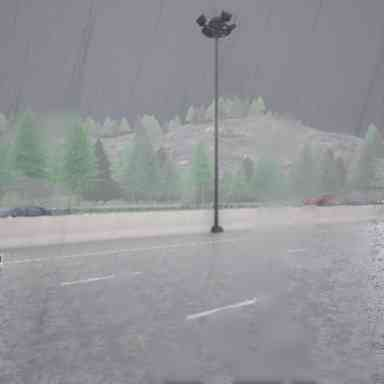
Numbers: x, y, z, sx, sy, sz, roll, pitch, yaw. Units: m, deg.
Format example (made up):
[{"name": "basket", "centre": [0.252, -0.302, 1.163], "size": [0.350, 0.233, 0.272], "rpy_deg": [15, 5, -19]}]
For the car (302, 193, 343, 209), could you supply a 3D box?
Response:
[{"name": "car", "centre": [18.250, 1.231, 46.528], "size": [5.566, 2.045, 2.150], "rpy_deg": [1, 0, -27]}]

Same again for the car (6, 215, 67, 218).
[{"name": "car", "centre": [-9.483, 1.516, 18.623], "size": [5.357, 1.411, 2.033], "rpy_deg": [0, 0, -35]}]

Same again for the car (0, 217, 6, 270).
[{"name": "car", "centre": [-7.048, 1.458, 7.296], "size": [5.008, 1.535, 1.882], "rpy_deg": [0, 0, -36]}]
